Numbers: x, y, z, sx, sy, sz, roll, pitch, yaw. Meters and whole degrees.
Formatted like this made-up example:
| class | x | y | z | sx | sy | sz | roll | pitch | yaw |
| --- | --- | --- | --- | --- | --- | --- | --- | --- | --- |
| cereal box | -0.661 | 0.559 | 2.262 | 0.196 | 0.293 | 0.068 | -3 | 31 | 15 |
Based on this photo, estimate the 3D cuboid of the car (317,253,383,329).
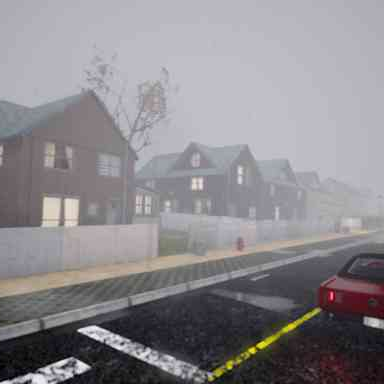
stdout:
| class | x | y | z | sx | sy | sz | roll | pitch | yaw |
| --- | --- | --- | --- | --- | --- | --- | --- | --- | --- |
| car | 4.429 | 1.990 | 7.213 | 1.895 | 1.301 | 4.718 | -2 | -4 | 40 |
